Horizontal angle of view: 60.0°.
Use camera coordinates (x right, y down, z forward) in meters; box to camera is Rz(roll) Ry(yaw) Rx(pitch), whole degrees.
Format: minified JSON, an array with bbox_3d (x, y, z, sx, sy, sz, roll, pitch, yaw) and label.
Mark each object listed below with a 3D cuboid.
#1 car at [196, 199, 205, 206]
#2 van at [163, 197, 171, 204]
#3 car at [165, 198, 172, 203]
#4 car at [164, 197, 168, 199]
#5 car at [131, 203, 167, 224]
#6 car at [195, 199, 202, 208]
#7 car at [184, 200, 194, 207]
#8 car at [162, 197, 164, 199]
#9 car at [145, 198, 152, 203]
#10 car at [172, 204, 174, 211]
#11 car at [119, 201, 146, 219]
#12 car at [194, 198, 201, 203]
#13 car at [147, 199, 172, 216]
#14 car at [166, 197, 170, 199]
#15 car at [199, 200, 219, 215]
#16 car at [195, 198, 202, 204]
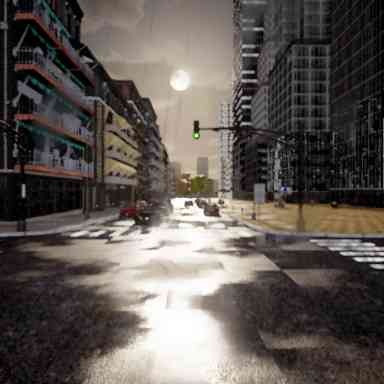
[{"bbox_3d":[1.843,2.287,72.858,1.887,1.381,4.507,-1,-1,-1],"label":"car"},{"bbox_3d":[-6.687,2.237,89.657,1.690,1.788,3.998,-1,-1,-1],"label":"van"},{"bbox_3d":[-6.745,2.538,95.304,1.802,1.307,4.206,-1,-1,-1],"label":"car"},{"bbox_3d":[-6.442,2.243,67.063,1.802,1.307,4.206,-1,-1,-1],"label":"car"},{"bbox_3d":[-3.411,1.822,26.980,1.994,1.385,4.181,0,-1,-1],"label":"car"},{"bbox_3d":[1.964,2.176,61.561,2.008,1.369,4.403,-1,-1,-1],"label":"car"},{"bbox_3d":[-0.647,2.246,67.713,1.994,1.385,4.181,0,-1,-1],"label":"car"},{"bbox_3d":[-6.323,1.984,55.767,1.967,1.590,4.097,-1,-1,-1],"label":"car"},{"bbox_3d":[-6.141,1.811,38.822,1.967,1.590,4.097,-1,-1,-1],"label":"car"},{"bbox_3d":[-3.618,2.062,47.050,1.895,1.301,4.718,0,-1,-1],"label":"car"},{"bbox_3d":[-6.079,1.858,33.173,1.887,1.381,4.507,-1,-1,-1],"label":"car"},{"bbox_3d":[1.601,2.523,95.451,1.887,1.381,4.507,-1,-1,-1],"label":"car"},{"bbox_3d":[-3.513,1.862,36.889,1.837,1.490,4.892,0,-1,0],"label":"car"},{"bbox_3d":[-6.627,2.152,84.011,2.192,1.841,5.009,-1,-1,-1],"label":"car"},{"bbox_3d":[2.206,1.938,38.968,1.887,1.381,4.507,-1,-1,-1],"label":"car"},{"bbox_3d":[1.659,2.446,89.974,1.752,1.417,4.829,-1,-1,-1],"label":"car"}]
